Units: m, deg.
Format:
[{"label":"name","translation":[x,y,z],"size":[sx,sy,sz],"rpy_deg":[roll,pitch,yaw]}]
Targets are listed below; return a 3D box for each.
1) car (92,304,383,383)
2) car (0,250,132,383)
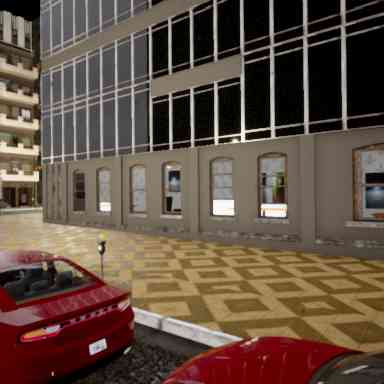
[{"label":"car","translation":[1.738,1.545,1.645],"size":[4.507,1.381,1.887],"rpy_deg":[0,-1,36]},{"label":"car","translation":[-2.832,1.543,4.911],"size":[4.507,1.381,1.887],"rpy_deg":[0,-1,36]}]
